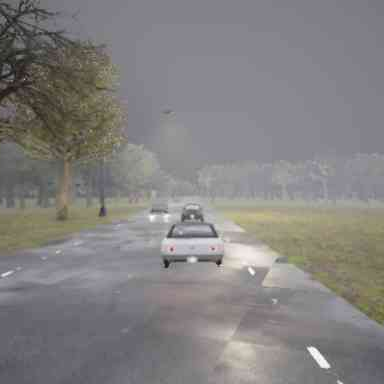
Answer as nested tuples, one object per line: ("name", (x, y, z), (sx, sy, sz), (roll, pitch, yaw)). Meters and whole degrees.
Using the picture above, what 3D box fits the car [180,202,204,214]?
("car", (0.048, 1.691, 28.033), (1.812, 1.442, 4.674), (0, 0, 1))

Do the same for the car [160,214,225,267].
("car", (0.031, 1.685, 11.739), (1.895, 1.301, 4.718), (0, -1, 1))

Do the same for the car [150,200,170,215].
("car", (-3.579, 1.696, 37.288), (1.837, 1.490, 4.892), (0, 0, -2))

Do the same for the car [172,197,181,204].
("car", (-3.696, 1.961, 81.352), (2.097, 1.767, 4.553), (0, -1, -1))
